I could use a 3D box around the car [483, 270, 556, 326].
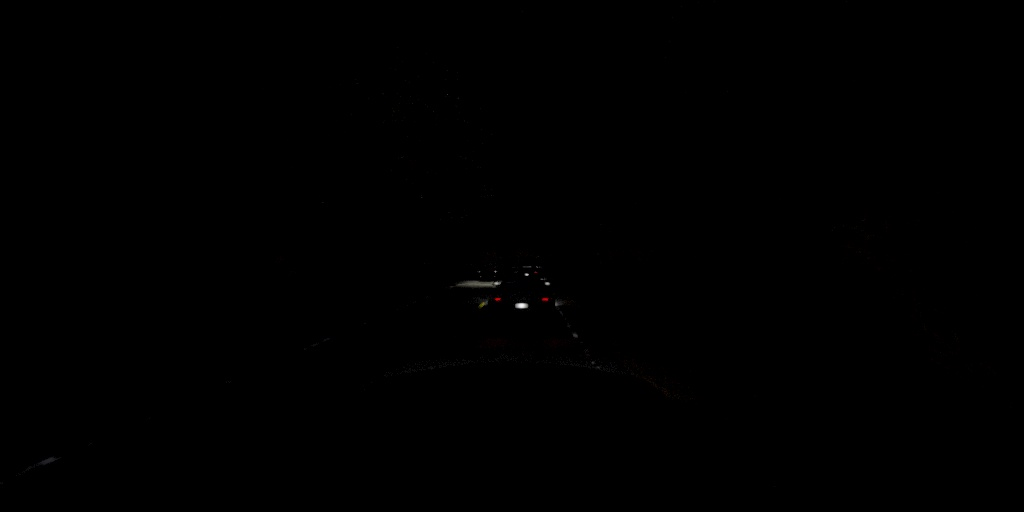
[{"bbox_3d":[0.321,1.322,11.739,1.994,1.385,4.181,0,0,2],"label":"car"}]

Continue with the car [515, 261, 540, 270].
[{"bbox_3d":[1.195,1.328,27.981,1.994,1.385,4.181,0,0,4],"label":"car"}]

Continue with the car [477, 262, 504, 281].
[{"bbox_3d":[-1.766,1.242,30.951,1.882,1.535,5.008,0,0,5],"label":"car"}]
